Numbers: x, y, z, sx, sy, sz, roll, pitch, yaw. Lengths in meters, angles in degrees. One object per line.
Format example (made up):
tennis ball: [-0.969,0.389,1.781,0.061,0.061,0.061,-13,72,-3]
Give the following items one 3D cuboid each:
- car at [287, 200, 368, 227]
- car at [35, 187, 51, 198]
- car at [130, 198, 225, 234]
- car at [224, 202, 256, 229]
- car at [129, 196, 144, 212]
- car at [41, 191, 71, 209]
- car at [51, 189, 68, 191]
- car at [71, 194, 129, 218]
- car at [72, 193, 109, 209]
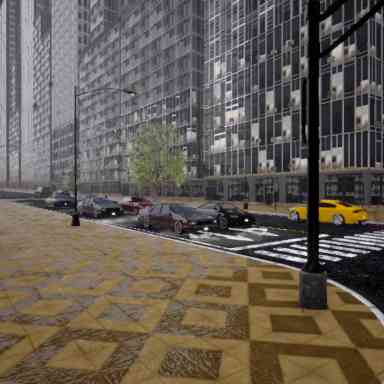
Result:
car: [8.557,1.263,21.470,1.882,1.535,5.008,-1,1,-39]
car: [-28.475,-0.026,63.764,2.150,2.045,5.566,0,1,-38]
car: [-0.970,1.292,17.687,2.033,1.411,5.357,0,1,-38]
car: [1.721,1.309,19.523,1.994,1.385,4.181,0,1,-38]
car: [-4.610,1.082,27.592,1.812,1.442,4.674,0,1,-38]
car: [-13.397,0.939,33.562,1.994,1.385,4.181,0,1,-38]
car: [-25.349,0.271,65.040,1.837,1.490,4.892,0,1,-38]
car: [-7.188,1.107,25.614,2.033,1.411,5.357,0,1,-38]
car: [-11.025,0.913,35.804,2.033,1.411,5.357,0,1,-38]
